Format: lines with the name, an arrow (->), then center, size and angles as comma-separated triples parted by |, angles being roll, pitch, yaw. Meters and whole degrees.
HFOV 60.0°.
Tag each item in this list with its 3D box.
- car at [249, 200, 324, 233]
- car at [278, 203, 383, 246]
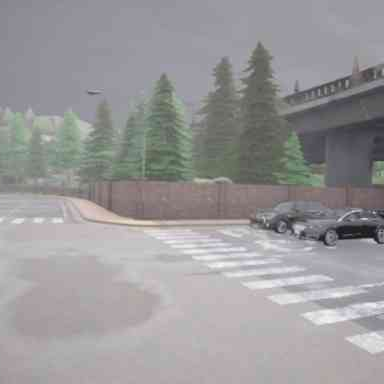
car -> 5.386, 1.213, 17.989 | 4.553, 1.767, 2.097 | 1, 1, -22
car -> 6.656, 1.447, 14.734 | 4.902, 1.511, 2.128 | 1, 1, -22
